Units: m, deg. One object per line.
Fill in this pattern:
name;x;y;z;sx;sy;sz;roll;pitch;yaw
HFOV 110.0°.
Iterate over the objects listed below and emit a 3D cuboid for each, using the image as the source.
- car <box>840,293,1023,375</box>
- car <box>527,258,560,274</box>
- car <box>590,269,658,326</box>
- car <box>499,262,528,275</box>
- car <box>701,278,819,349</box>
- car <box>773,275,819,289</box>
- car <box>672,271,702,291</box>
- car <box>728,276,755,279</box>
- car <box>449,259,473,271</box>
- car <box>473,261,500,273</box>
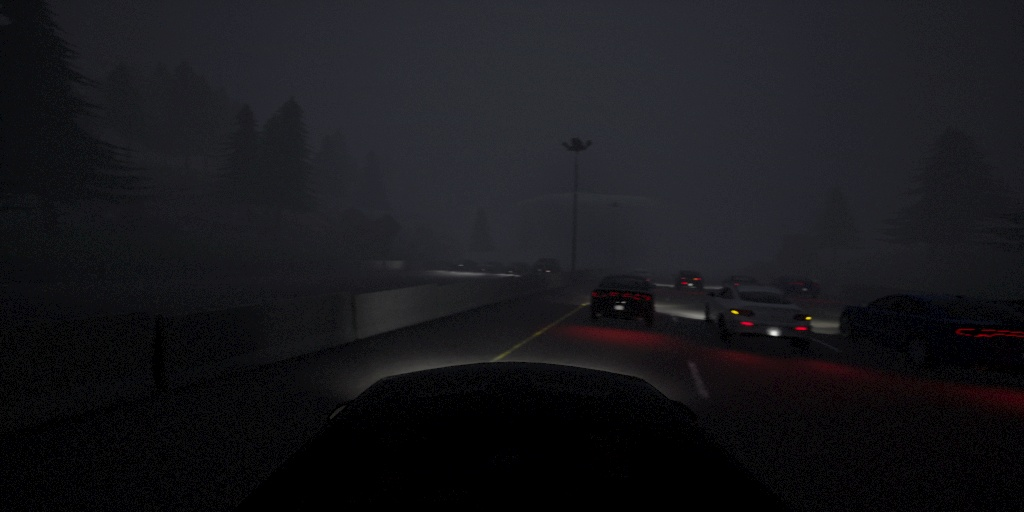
car;9.864;1.627;8.455;1.882;1.535;5.008;2;0;22
car;4.036;1.242;41.628;2.150;2.045;5.566;2;0;22
car;4.020;1.386;12.703;1.882;1.535;5.008;2;0;22
car;0.814;1.443;43.023;2.033;1.411;5.357;2;0;22
car;6.847;1.550;10.342;1.812;1.442;4.674;2;0;22
car;20.758;2.164;26.570;1.882;1.535;5.008;2;0;22
car;14.117;1.912;28.799;1.837;1.490;4.892;2;0;22
car;17.153;2.132;26.974;1.895;1.301;4.718;2;0;22
car;-6.009;1.086;44.801;1.882;1.535;5.008;2;-1;22
car;-2.544;1.356;44.052;1.895;1.301;4.718;2;0;22
